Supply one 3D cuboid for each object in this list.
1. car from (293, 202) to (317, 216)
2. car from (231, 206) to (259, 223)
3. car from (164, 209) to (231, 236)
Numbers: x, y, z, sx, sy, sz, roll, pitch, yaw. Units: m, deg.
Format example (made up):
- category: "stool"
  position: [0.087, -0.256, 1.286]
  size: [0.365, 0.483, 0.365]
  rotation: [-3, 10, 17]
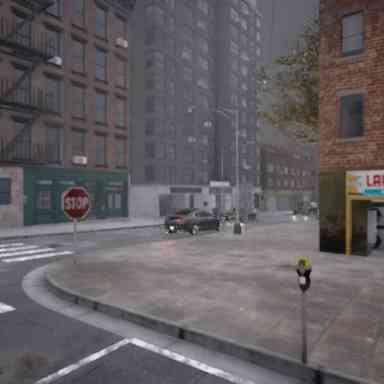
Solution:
- category: "car"
  position: [16.473, 2.417, 48.138]
  size: [2.150, 2.045, 5.566]
  rotation: [0, -1, 36]
- category: "car"
  position: [4.853, 2.124, 32.162]
  size: [1.837, 1.490, 4.892]
  rotation: [0, -1, 36]
- category: "car"
  position: [0.279, 1.816, 20.723]
  size: [1.837, 1.490, 4.892]
  rotation: [0, -1, 35]
